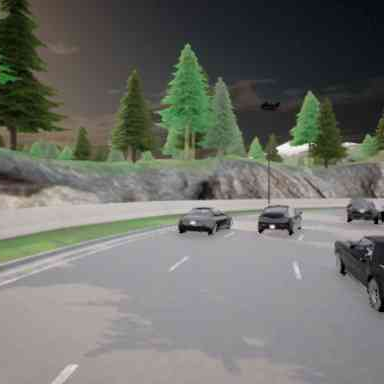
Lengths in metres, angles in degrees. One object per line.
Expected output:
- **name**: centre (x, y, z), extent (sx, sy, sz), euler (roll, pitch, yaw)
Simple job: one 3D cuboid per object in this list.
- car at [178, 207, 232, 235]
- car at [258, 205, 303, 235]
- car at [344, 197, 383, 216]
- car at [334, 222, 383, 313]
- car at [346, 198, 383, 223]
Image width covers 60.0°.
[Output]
- **car**: centre (0.842, 1.523, 18.681), extent (1.994, 1.385, 4.181), euler (1, 0, 24)
- **car**: centre (5.100, 1.501, 18.995), extent (1.837, 1.490, 4.892), euler (0, 0, 25)
- **car**: centre (17.987, 1.422, 34.536), extent (4.553, 1.767, 2.097), euler (0, 0, -39)
- **car**: centre (4.602, 1.622, 7.445), extent (1.895, 1.301, 4.718), euler (1, 0, 11)
- **car**: centre (13.454, 1.406, 25.390), extent (2.097, 1.767, 4.553), euler (1, 0, 38)
